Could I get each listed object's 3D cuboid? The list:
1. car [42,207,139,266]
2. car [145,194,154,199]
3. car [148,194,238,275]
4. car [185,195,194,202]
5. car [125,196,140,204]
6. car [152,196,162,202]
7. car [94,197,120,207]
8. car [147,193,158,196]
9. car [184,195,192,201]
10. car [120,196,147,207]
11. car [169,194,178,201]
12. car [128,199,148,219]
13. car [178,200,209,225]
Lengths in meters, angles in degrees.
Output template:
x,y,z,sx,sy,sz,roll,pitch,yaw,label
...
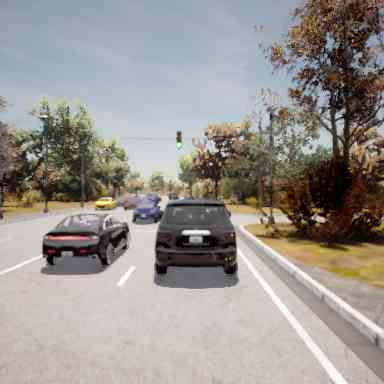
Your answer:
x,y,z,sx,sy,sz,roll,pitch,yaw,label
-3.395,1.475,11.480,2.128,1.511,4.902,0,0,0,car
-7.144,1.462,49.493,1.812,1.442,4.674,0,0,-1,car
0.111,1.209,10.569,2.150,2.045,5.566,0,0,0,car
-0.523,1.432,71.563,1.812,1.442,4.674,0,0,-2,car
-10.741,1.486,60.397,1.994,1.385,4.181,0,0,-1,car
-7.535,1.500,71.804,1.895,1.301,4.718,0,0,-2,car
-10.607,1.425,41.091,1.882,1.535,5.008,0,0,-2,car
-7.241,1.145,60.127,2.150,2.045,5.566,0,0,-1,car
-1.011,1.355,81.744,1.994,1.385,4.181,0,0,-3,car
-7.075,1.512,40.737,1.994,1.385,4.181,0,0,-1,car
-4.506,1.329,81.547,2.128,1.511,4.902,0,0,-3,car
-3.389,1.492,25.577,1.812,1.442,4.674,0,0,0,car
0.109,1.461,24.742,2.128,1.511,4.902,0,0,0,car
